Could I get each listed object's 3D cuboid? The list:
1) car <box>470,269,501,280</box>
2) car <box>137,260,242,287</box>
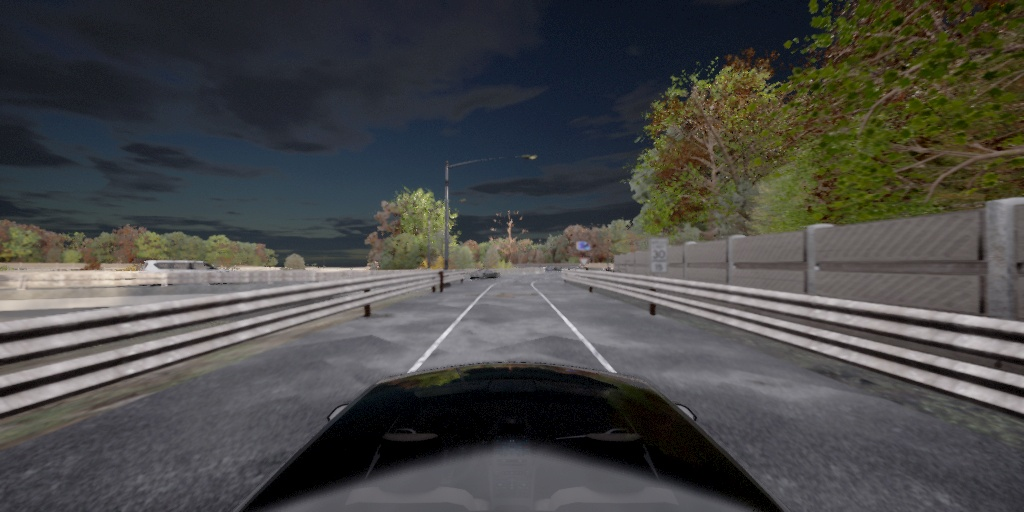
[{"bbox_3d":[-3.291,2.315,44.925,1.994,1.385,4.181,-1,-2,39],"label":"car"},{"bbox_3d":[-22.676,1.343,25.548,5.566,2.045,2.150,1,-2,-39],"label":"car"}]
